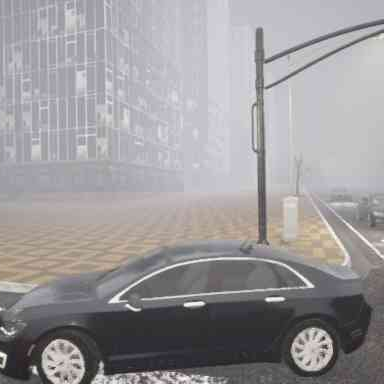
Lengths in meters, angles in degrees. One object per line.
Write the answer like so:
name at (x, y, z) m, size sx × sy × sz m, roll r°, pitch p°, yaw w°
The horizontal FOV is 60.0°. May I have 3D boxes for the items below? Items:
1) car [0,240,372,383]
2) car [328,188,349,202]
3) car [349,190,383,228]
car at (-0.032, 1.502, 4.723) m, size 4.892 × 1.490 × 1.837 m, roll 0°, pitch 1°, yaw -7°
car at (14.757, 0.274, 33.181) m, size 1.994 × 1.385 × 4.181 m, roll -1°, pitch 2°, yaw 17°
car at (9.441, 0.850, 16.454) m, size 2.128 × 1.511 × 4.902 m, roll -1°, pitch 2°, yaw 18°
